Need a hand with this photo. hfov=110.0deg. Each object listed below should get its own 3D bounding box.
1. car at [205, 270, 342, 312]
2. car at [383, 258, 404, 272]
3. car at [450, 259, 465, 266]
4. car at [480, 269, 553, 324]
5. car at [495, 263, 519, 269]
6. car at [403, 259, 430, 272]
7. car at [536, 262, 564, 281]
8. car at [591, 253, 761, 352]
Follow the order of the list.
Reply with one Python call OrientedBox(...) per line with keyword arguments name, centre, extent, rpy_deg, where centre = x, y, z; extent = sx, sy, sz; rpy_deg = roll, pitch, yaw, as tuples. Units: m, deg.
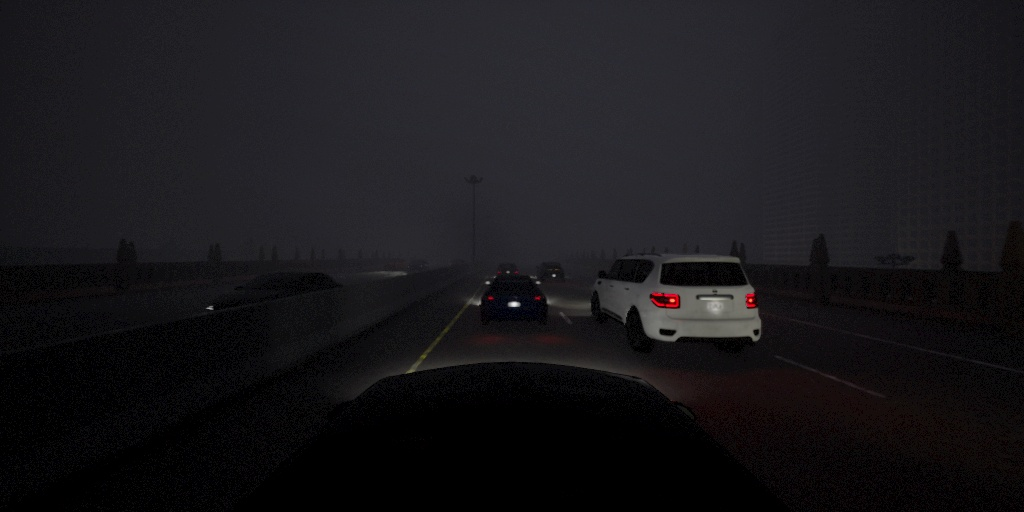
OrientedBox(name="car", centre=(-7.159, 1.244, 11.394), extent=(1.837, 1.490, 4.892), rpy_deg=(0, 0, -1))
OrientedBox(name="car", centre=(-15.044, 1.053, 46.353), extent=(2.097, 1.767, 4.553), rpy_deg=(0, 0, -1))
OrientedBox(name="car", centre=(-8.282, 1.172, 55.257), extent=(1.882, 1.535, 5.008), rpy_deg=(0, 0, -1))
OrientedBox(name="car", centre=(0.034, 1.303, 11.893), extent=(1.994, 1.385, 4.181), rpy_deg=(0, 0, -1))
OrientedBox(name="car", centre=(-0.381, 1.269, 29.682), extent=(2.033, 1.411, 5.357), rpy_deg=(0, 0, -2))
OrientedBox(name="car", centre=(-11.491, 1.183, 44.260), extent=(1.882, 1.535, 5.008), rpy_deg=(0, 0, -1))
OrientedBox(name="car", centre=(3.118, 1.226, 29.611), extent=(1.837, 1.490, 4.892), rpy_deg=(0, 0, -2))
OrientedBox(name="car", centre=(3.573, 0.964, 9.020), extent=(2.150, 2.045, 5.566), rpy_deg=(0, 0, 0))
